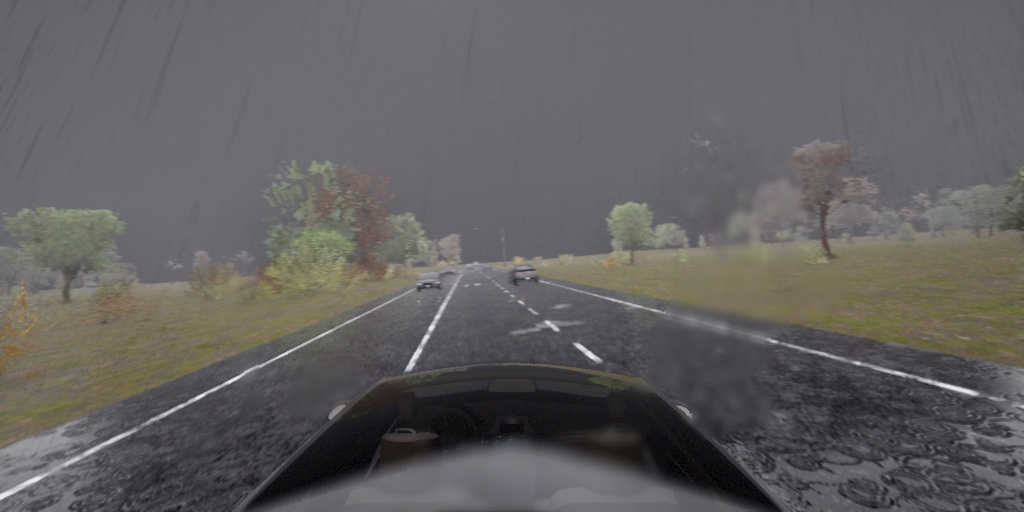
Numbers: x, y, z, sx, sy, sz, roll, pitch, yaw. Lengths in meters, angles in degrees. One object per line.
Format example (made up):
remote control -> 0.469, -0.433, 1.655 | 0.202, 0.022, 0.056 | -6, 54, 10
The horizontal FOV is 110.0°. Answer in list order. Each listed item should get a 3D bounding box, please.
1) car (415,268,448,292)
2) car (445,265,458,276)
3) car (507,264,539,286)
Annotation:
car -> -6.427, 1.973, 28.487 | 1.837, 1.490, 4.892 | -4, 0, -7
car -> -9.744, 2.284, 56.190 | 2.097, 1.767, 4.553 | -4, 0, -5
car -> 0.773, 1.381, 27.143 | 2.128, 1.511, 4.902 | -4, 0, -7
